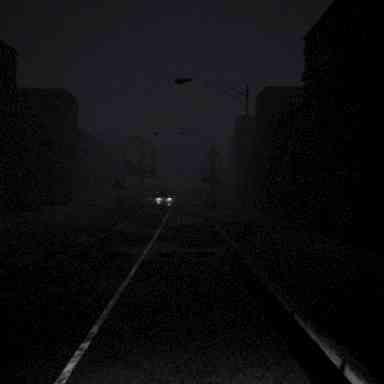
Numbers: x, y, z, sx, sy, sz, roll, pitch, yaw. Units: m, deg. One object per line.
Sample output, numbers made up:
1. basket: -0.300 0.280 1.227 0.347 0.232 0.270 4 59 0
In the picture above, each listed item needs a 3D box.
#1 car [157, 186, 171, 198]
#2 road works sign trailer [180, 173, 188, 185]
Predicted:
1. car: -4.335 -0.091 52.199 2.097 1.767 4.553 0 4 -1
2. road works sign trailer: -2.235 -3.682 94.530 2.380 3.560 2.880 2 2 -1
